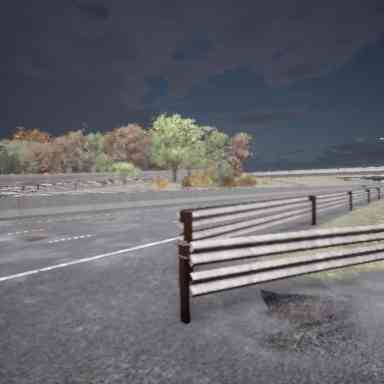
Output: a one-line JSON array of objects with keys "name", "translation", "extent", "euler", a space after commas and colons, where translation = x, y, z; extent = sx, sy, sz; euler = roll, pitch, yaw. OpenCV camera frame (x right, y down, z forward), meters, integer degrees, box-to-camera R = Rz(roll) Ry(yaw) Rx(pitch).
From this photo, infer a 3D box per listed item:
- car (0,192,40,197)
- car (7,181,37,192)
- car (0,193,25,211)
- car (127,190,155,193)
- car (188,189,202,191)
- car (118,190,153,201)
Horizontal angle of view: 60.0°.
[{"name": "car", "translation": [-13.434, 0.923, 27.424], "extent": [1.994, 1.385, 4.181], "euler": [0, 1, 34]}, {"name": "car", "translation": [-28.709, -0.768, 56.455], "extent": [2.150, 2.045, 5.566], "euler": [-1, 3, 13]}, {"name": "car", "translation": [-17.082, 0.903, 28.286], "extent": [1.837, 1.490, 4.892], "euler": [0, 1, 34]}, {"name": "car", "translation": [-6.311, 0.455, 44.078], "extent": [1.882, 1.535, 5.008], "euler": [0, 1, 34]}, {"name": "car", "translation": [0.343, 0.318, 47.569], "extent": [2.128, 1.511, 4.902], "euler": [0, 1, 35]}, {"name": "car", "translation": [-8.040, 0.434, 47.735], "extent": [2.128, 1.511, 4.902], "euler": [0, 1, 35]}]
